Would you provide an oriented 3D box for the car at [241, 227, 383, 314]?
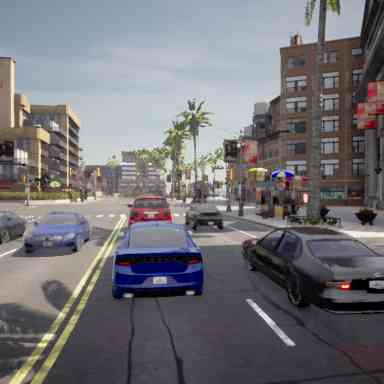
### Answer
[{"bbox_3d":[2.711,1.547,7.914,2.033,1.411,5.357,0,0,-7],"label":"car"}]

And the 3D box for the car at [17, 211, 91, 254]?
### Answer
[{"bbox_3d":[-5.319,1.525,13.700,1.812,1.442,4.674,0,0,-9],"label":"car"}]

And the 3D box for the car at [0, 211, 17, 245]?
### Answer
[{"bbox_3d":[-9.104,1.564,15.227,1.994,1.385,4.181,0,0,-9],"label":"car"}]

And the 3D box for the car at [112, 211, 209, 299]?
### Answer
[{"bbox_3d":[-0.922,1.478,8.594,1.882,1.535,5.008,0,0,-8],"label":"car"}]

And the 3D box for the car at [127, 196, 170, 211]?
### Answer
[{"bbox_3d":[-2.360,1.223,18.360,2.150,2.045,5.566,0,0,-9],"label":"car"}]

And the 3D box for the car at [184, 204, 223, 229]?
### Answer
[{"bbox_3d":[0.688,1.506,21.344,1.837,1.490,4.892,0,0,-9],"label":"car"}]
